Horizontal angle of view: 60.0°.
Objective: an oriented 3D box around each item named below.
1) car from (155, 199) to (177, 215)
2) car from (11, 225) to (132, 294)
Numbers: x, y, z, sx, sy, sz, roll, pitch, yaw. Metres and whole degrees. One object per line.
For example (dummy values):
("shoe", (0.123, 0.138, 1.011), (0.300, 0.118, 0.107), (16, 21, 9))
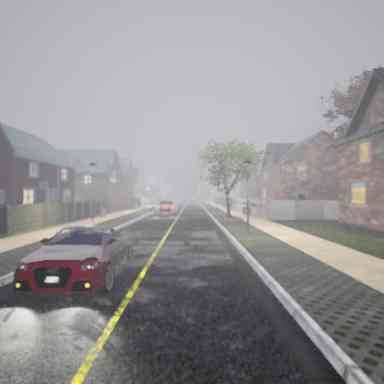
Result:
("car", (-2.765, 1.618, 36.133), (2.097, 1.767, 4.553), (0, -1, 0))
("car", (-2.848, 1.601, 8.759), (1.994, 1.385, 4.181), (0, 0, 0))
